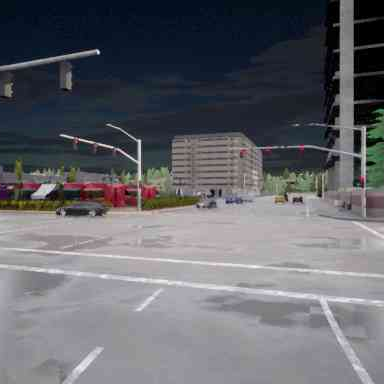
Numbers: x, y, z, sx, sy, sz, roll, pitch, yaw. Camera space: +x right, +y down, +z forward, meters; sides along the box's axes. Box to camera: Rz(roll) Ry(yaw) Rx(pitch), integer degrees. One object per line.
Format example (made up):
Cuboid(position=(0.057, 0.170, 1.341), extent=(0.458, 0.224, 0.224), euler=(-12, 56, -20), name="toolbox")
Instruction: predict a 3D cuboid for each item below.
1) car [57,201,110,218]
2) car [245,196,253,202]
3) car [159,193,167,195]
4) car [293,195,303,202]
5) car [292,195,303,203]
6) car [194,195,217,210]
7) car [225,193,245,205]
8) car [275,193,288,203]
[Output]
Cuboid(position=(-9.909, 1.563, 30.320), extent=(4.892, 1.490, 1.837), euler=(0, 3, 12), name="car")
Cuboid(position=(12.102, 1.587, 72.699), extent=(1.895, 1.301, 4.718), euler=(0, 0, 19), name="car")
Cuboid(position=(-7.924, 1.209, 81.463), extent=(4.605, 1.855, 1.932), euler=(0, 0, 19), name="car")
Cuboid(position=(24.780, 1.525, 77.346), extent=(2.128, 1.511, 4.902), euler=(0, 0, 19), name="car")
Cuboid(position=(21.483, 1.478, 67.604), extent=(1.882, 1.535, 5.008), euler=(0, 0, 19), name="car")
Cuboid(position=(1.950, 1.492, 43.234), extent=(2.128, 1.511, 4.902), euler=(0, 0, 19), name="car")
Cuboid(position=(7.553, 1.224, 59.596), extent=(2.150, 2.045, 5.566), euler=(0, 0, 19), name="car")
Cuboid(position=(18.270, 1.478, 69.010), extent=(1.882, 1.535, 5.008), euler=(0, 0, 19), name="car")
